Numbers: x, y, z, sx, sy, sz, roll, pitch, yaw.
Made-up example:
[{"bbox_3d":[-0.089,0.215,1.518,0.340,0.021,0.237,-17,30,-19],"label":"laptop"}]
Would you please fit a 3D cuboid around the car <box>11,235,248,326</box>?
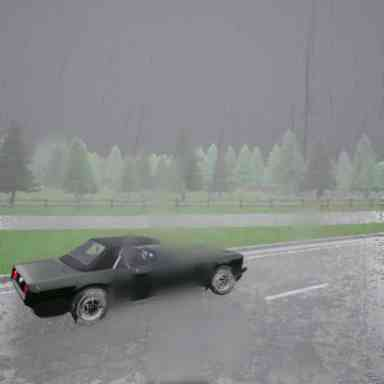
[{"bbox_3d":[-1.072,1.599,7.060,4.718,1.301,1.895,0,0,-35],"label":"car"}]
